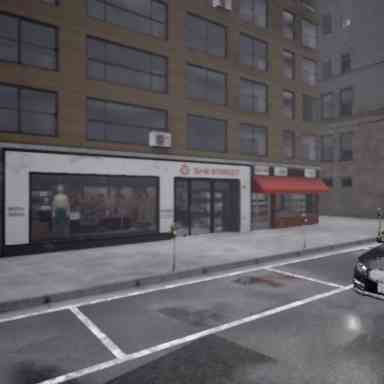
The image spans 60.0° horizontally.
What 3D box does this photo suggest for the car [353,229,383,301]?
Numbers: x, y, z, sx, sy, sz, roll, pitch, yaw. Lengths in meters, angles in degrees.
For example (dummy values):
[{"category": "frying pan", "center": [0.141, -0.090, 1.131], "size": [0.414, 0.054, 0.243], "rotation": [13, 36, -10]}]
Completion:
[{"category": "car", "center": [5.449, 1.432, 7.264], "size": [4.902, 1.511, 2.128], "rotation": [0, 0, -35]}]
